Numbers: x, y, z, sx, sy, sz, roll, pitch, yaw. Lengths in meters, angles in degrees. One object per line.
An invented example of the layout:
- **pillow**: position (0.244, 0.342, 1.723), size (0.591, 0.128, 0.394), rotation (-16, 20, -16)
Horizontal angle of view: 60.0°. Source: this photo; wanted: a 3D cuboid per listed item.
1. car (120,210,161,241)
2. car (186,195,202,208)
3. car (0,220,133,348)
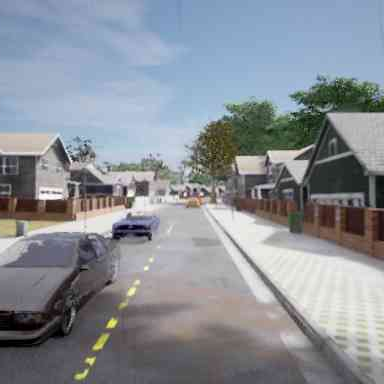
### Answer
- **car**: position (-2.744, 1.653, 17.239), size (1.895, 1.301, 4.718), rotation (0, 0, 0)
- **car**: position (0.184, 1.617, 50.292), size (1.882, 1.535, 5.008), rotation (0, 0, 2)
- **car**: position (-2.815, 1.570, 6.909), size (2.033, 1.411, 5.357), rotation (0, 0, 0)
